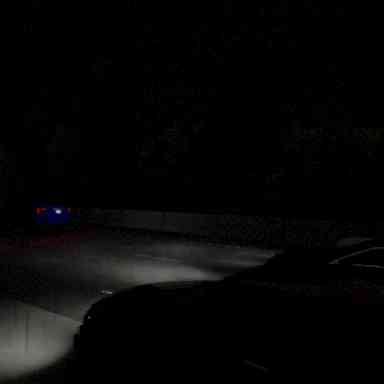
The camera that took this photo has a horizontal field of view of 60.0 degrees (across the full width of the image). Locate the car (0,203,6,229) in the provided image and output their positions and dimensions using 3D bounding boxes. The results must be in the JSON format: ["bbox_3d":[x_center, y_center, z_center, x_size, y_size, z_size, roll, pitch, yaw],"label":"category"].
[{"bbox_3d":[-11.745,1.393,16.666,4.902,1.511,2.128,0,0,35],"label":"car"}]

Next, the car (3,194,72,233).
[{"bbox_3d":[-9.269,1.126,19.198,5.566,2.045,2.150,0,0,35],"label":"car"}]

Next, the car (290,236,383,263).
[{"bbox_3d":[3.622,1.491,5.707,4.902,1.511,2.128,0,0,35],"label":"car"}]

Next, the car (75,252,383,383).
[{"bbox_3d":[0.777,1.519,3.438,4.674,1.442,1.812,0,0,35],"label":"car"}]

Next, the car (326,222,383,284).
[{"bbox_3d":[6.049,1.603,8.275,4.718,1.301,1.895,0,0,35],"label":"car"}]
